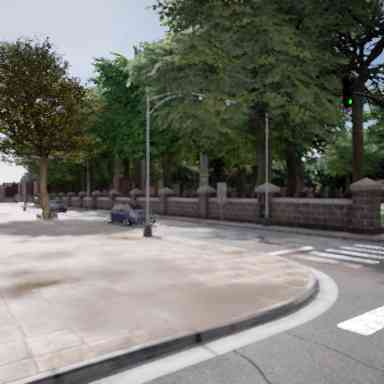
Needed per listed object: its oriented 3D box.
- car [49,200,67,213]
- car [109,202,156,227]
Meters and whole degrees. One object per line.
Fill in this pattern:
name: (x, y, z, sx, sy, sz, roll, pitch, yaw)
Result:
car: (-18.087, 1.856, 44.090, 2.097, 1.767, 4.553, 0, -1, -35)
car: (-4.548, 1.586, 25.008, 2.097, 1.767, 4.553, 0, -1, -35)
